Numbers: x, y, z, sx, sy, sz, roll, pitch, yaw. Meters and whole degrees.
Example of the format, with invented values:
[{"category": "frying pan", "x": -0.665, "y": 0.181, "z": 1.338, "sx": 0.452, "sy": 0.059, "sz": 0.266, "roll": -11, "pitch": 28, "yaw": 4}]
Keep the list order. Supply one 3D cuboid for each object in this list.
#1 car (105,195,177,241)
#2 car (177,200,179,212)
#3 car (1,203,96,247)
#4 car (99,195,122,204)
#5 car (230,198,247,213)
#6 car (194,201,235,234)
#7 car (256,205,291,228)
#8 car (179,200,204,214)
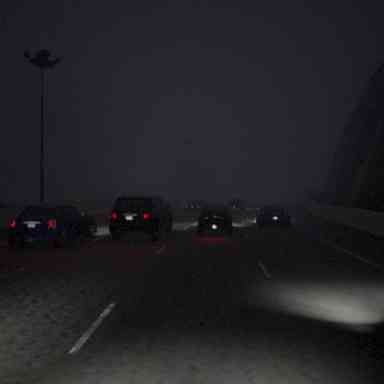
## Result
[{"category": "car", "x": -2.394, "y": 1.202, "z": 16.809, "sx": 2.150, "sy": 2.045, "sz": 5.566, "roll": 0, "pitch": 0, "yaw": 6}, {"category": "car", "x": -2.179, "y": 1.563, "z": 38.819, "sx": 1.895, "sy": 1.301, "sz": 4.718, "roll": 0, "pitch": 0, "yaw": 13}, {"category": "car", "x": -6.045, "y": 1.329, "z": 15.046, "sx": 2.097, "sy": 1.767, "sz": 4.553, "roll": 0, "pitch": 0, "yaw": 5}, {"category": "car", "x": -16.132, "y": 1.431, "z": 65.876, "sx": 2.128, "sy": 1.511, "sz": 4.902, "roll": 0, "pitch": 0, "yaw": 20}, {"category": "car", "x": 5.496, "y": 1.478, "z": 40.633, "sx": 1.837, "sy": 1.490, "sz": 4.892, "roll": 0, "pitch": 0, "yaw": 14}, {"category": "car", "x": 1.413, "y": 1.490, "z": 19.138, "sx": 1.837, "sy": 1.490, "sz": 4.892, "roll": 0, "pitch": 0, "yaw": 7}, {"category": "car", "x": 5.372, "y": 1.553, "z": 22.274, "sx": 1.994, "sy": 1.385, "sz": 4.181, "roll": 0, "pitch": 0, "yaw": 8}, {"category": "car", "x": 0.576, "y": 1.518, "z": 35.231, "sx": 2.033, "sy": 1.411, "sz": 5.357, "roll": 0, "pitch": 0, "yaw": 12}]
